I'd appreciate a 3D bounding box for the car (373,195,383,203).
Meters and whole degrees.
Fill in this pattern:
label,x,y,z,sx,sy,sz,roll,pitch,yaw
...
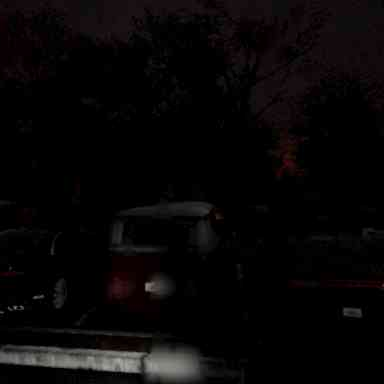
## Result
label,x,y,z,sx,sy,sz,roll,pitch,yaw
car,12.131,1.207,18.921,2.435,2.045,5.566,0,0,7

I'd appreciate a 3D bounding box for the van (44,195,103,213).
label,x,y,z,sx,sy,sz,roll,pitch,yaw
van,-7.217,1.168,21.330,1.878,1.987,4.442,0,0,7

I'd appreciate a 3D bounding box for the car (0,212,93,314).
label,x,y,z,sx,sy,sz,roll,pitch,yaw
car,-3.135,1.440,7.559,2.231,1.521,4.892,0,0,7

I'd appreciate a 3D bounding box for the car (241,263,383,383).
label,x,y,z,sx,sy,sz,roll,pitch,yaw
car,2.750,1.508,2.213,4.892,1.490,1.837,0,0,7

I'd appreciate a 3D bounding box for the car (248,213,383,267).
label,x,y,z,sx,sy,sz,roll,pitch,yaw
car,2.434,1.457,6.908,2.097,1.535,5.008,0,0,7

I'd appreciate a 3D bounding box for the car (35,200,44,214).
label,x,y,z,sx,sy,sz,roll,pitch,yaw
car,-9.996,1.262,21.509,2.185,1.767,4.553,0,0,7

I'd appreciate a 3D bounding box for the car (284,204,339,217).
label,x,y,z,sx,sy,sz,roll,pitch,yaw
car,6.599,1.468,19.566,2.163,1.488,4.792,0,0,7

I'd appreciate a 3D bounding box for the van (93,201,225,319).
label,x,y,z,sx,sy,sz,roll,pitch,yaw
van,-0.336,1.222,7.354,1.878,1.987,4.442,0,0,7

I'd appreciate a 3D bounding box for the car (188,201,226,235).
label,x,y,z,sx,sy,sz,roll,pitch,yaw
car,1.047,1.418,20.058,1.946,1.575,5.366,0,0,7

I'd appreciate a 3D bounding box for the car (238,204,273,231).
label,x,y,z,sx,sy,sz,roll,pitch,yaw
car,3.836,1.430,19.913,2.097,1.535,5.008,0,0,7

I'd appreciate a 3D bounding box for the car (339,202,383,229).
label,x,y,z,sx,sy,sz,roll,pitch,yaw
car,9.372,1.477,19.301,2.163,1.488,4.792,0,0,7

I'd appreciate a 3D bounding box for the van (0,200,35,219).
label,x,y,z,sx,sy,sz,roll,pitch,yaw
van,-5.932,1.205,7.776,1.878,1.987,4.442,0,0,7
